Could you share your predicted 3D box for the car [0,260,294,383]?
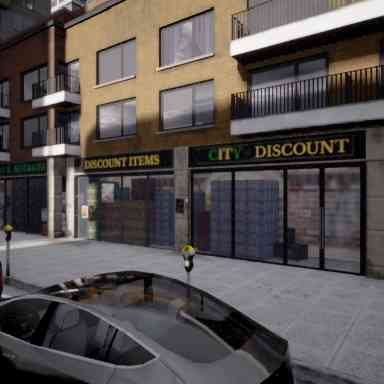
[{"bbox_3d":[-1.099,1.566,3.586,4.313,1.339,1.947,0,0,35],"label":"car"}]
